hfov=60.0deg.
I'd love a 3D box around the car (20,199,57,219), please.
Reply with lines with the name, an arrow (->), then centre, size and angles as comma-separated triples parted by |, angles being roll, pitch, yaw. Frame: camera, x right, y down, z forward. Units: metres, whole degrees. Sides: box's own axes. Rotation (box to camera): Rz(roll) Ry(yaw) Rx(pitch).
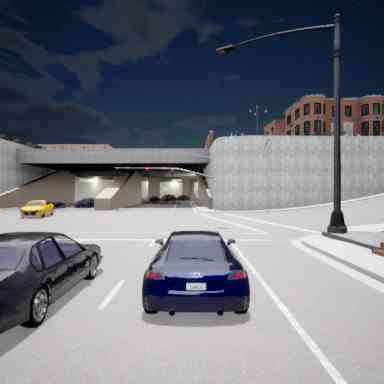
car -> -13.611, 1.477, 29.321 | 1.882, 1.535, 5.008 | -1, 0, -11

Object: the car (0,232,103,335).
car -> -3.424, 1.547, 6.917 | 2.033, 1.411, 5.357 | 0, 0, 0

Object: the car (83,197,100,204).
car -> -18.698, 1.601, 62.266 | 1.895, 1.301, 4.718 | 0, 0, -1

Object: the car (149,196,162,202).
car -> -8.268, 1.540, 74.834 | 2.033, 1.411, 5.357 | 0, 0, 6

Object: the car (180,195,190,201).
car -> -2.119, 1.524, 84.921 | 1.812, 1.442, 4.674 | 0, 0, 28

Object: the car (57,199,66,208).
car -> -18.287, 1.601, 43.661 | 1.895, 1.301, 4.718 | 0, 0, -1

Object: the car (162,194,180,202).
car -> -4.749, 1.355, 75.126 | 2.097, 1.767, 4.553 | 0, 0, 6

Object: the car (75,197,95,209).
car -> -14.868, 1.547, 46.963 | 2.033, 1.411, 5.357 | 0, 0, -1

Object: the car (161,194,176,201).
car -> -5.925, 1.355, 84.884 | 2.097, 1.767, 4.553 | 0, 0, 24

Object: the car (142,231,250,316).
car -> 0.078, 1.564, 7.614 | 1.994, 1.385, 4.181 | 0, 0, 0
